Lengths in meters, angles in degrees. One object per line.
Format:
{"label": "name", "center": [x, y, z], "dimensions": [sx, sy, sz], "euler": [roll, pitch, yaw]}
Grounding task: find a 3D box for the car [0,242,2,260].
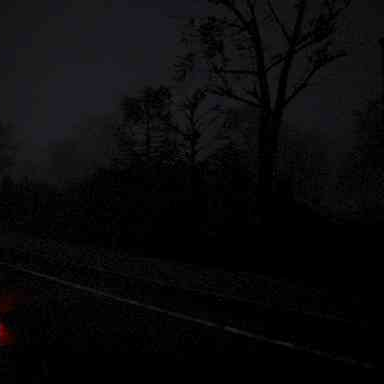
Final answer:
{"label": "car", "center": [-7.730, 1.353, 10.094], "dimensions": [5.566, 2.045, 2.150], "euler": [0, 0, 42]}
